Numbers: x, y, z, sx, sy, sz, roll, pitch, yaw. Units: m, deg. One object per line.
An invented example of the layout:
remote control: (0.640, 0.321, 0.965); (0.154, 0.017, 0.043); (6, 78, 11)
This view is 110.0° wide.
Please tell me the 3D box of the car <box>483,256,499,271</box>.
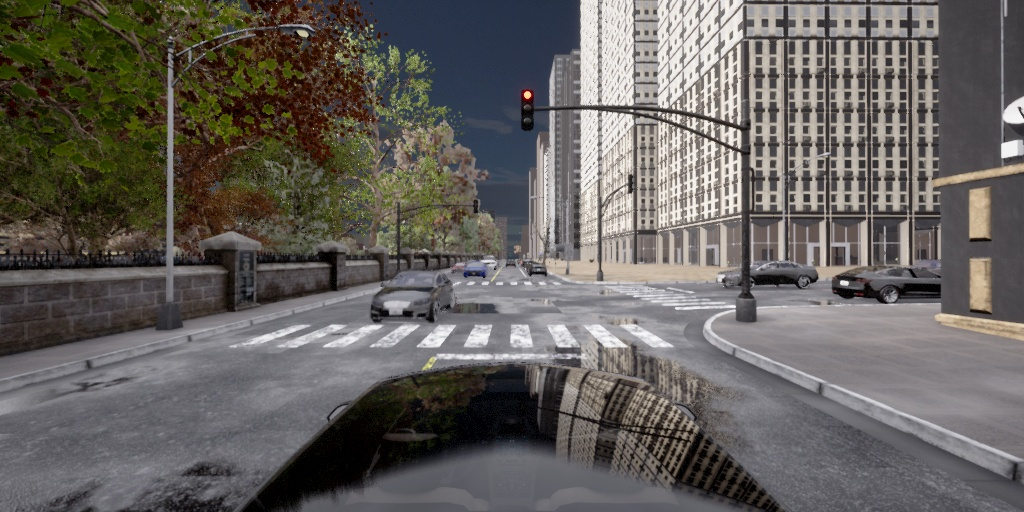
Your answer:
car: (-3.341, 0.991, 51.368); (2.150, 2.045, 5.566); (0, 0, 0)

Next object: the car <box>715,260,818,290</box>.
car: (13.656, 0.989, 19.349); (4.902, 1.511, 2.128); (-1, 0, 0)

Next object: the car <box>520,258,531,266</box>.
car: (2.465, 1.331, 47.342); (1.948, 1.339, 4.313); (0, 0, 0)

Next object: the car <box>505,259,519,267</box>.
car: (-0.213, 1.287, 65.109); (1.837, 1.490, 4.892); (0, 0, 0)

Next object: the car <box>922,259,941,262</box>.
car: (23.474, 0.878, 19.442); (5.357, 1.411, 2.033); (-1, 0, -1)

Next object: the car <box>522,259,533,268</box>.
car: (2.493, 1.327, 41.709); (1.948, 1.339, 4.313); (0, 0, 0)

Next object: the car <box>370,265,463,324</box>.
car: (-3.148, 1.242, 12.129); (2.128, 1.511, 4.902); (0, 0, 0)

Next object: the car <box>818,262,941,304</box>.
car: (14.630, 1.024, 13.554); (4.313, 1.339, 1.948); (0, 0, -1)

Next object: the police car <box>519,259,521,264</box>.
police car: (2.824, 1.206, 64.500); (1.930, 1.638, 5.238); (0, 0, 0)

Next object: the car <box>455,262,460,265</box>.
car: (-5.888, 1.343, 41.667); (1.802, 1.307, 4.207); (0, 0, 0)

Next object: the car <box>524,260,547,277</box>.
car: (2.521, 1.324, 36.077); (1.948, 1.339, 4.313); (0, 0, 0)

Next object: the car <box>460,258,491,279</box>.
car: (-3.251, 1.234, 32.753); (1.882, 1.535, 5.008); (0, 0, 0)
